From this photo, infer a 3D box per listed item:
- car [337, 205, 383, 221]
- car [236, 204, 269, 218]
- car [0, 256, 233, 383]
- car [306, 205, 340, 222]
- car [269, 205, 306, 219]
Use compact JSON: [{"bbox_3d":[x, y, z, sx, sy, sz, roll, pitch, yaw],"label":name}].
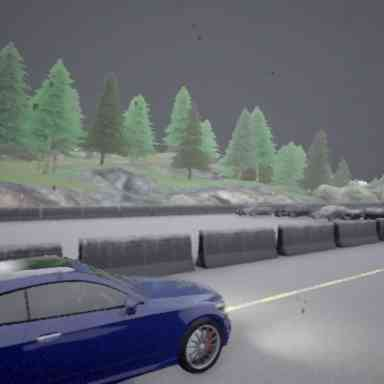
[{"bbox_3d":[14.229,1.948,27.015,4.718,1.301,1.895,1,-1,-35],"label":"car"},{"bbox_3d":[6.511,1.891,34.407,4.181,1.385,1.994,1,-1,-35],"label":"car"},{"bbox_3d":[-1.624,1.539,3.997,4.674,1.442,1.812,1,-1,-35],"label":"car"},{"bbox_3d":[12.845,1.885,30.325,4.674,1.442,1.812,1,-1,-35],"label":"car"},{"bbox_3d":[10.141,1.951,32.697,4.718,1.301,1.895,1,-1,-35],"label":"car"}]
